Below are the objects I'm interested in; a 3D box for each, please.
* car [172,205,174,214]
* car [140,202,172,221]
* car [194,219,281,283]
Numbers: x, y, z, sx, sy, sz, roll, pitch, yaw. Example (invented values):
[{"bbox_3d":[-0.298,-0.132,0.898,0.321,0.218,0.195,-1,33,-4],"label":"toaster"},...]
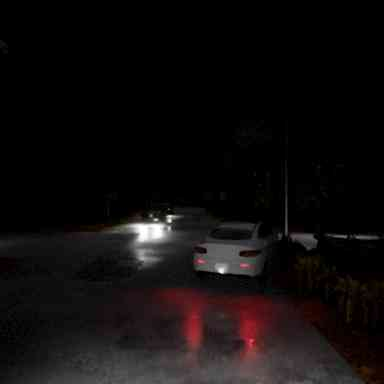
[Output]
[{"bbox_3d":[-3.181,1.891,38.686,1.812,1.442,4.674,0,-1,0],"label":"car"},{"bbox_3d":[-3.194,1.637,28.423,2.128,1.511,4.902,0,-1,0],"label":"car"},{"bbox_3d":[1.472,1.516,9.748,1.812,1.442,4.674,1,1,20],"label":"car"}]
